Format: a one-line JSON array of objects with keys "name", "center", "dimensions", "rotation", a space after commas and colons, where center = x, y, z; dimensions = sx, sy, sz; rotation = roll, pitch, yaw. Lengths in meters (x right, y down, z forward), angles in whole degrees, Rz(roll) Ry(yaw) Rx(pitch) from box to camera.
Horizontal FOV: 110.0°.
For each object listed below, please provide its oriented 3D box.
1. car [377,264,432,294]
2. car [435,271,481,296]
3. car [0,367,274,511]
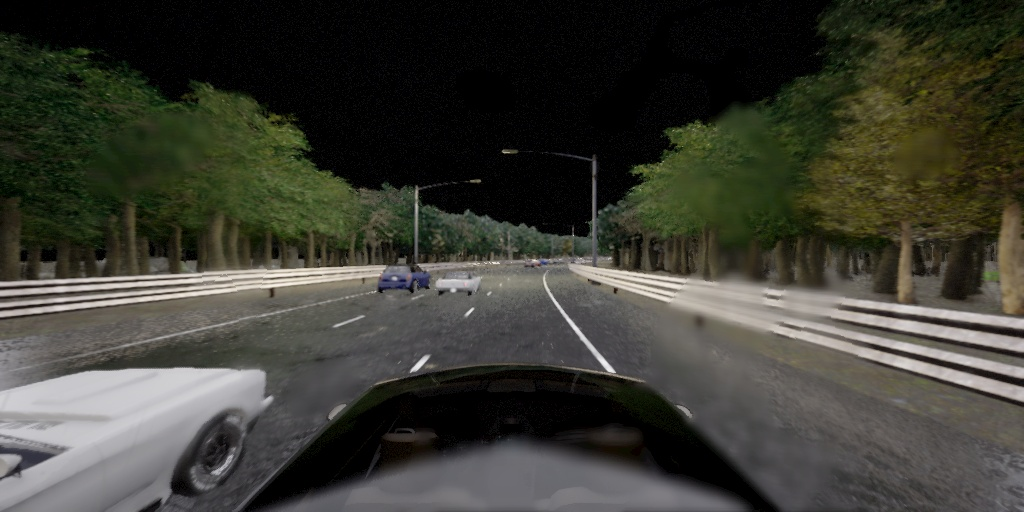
[{"name": "car", "center": [-6.378, 1.269, 21.880], "dimensions": [2.097, 1.767, 4.553], "rotation": [0, -1, 3]}, {"name": "car", "center": [-2.944, 1.521, 20.766], "dimensions": [1.895, 1.301, 4.718], "rotation": [0, -1, 3]}, {"name": "car", "center": [-3.384, 1.337, 1.545], "dimensions": [1.895, 1.301, 4.718], "rotation": [0, -1, 0]}]
